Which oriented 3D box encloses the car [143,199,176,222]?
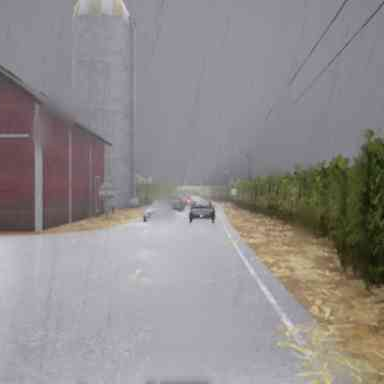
[{"bbox_3d":[-2.567,1.467,25.788,1.812,1.442,4.674,0,0,3],"label":"car"}]

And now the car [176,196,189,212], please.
[{"bbox_3d":[-1.865,1.464,36.982,2.033,1.411,5.357,0,0,4],"label":"car"}]

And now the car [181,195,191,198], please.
[{"bbox_3d":[-1.073,1.244,48.136,2.097,1.767,4.553,0,0,4],"label":"car"}]

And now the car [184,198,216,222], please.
[{"bbox_3d":[0.808,1.434,25.452,2.128,1.511,4.902,0,0,3],"label":"car"}]
